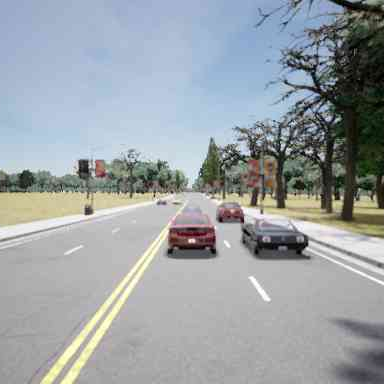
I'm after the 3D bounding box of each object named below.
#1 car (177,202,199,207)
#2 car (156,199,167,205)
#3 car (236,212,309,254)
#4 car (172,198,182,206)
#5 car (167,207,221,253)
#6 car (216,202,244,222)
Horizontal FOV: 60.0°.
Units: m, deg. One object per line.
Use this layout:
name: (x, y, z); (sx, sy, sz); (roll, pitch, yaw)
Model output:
car: (-0.004, 1.830, 28.986); (2.033, 1.411, 5.357); (0, 0, 0)
car: (-6.512, 2.170, 71.770); (1.994, 1.385, 4.181); (0, 0, 0)
car: (3.249, 1.743, 14.104); (1.895, 1.301, 4.718); (0, -1, 0)
car: (-3.262, 2.095, 71.771); (1.882, 1.535, 5.008); (0, 0, 0)
car: (0.004, 1.623, 14.463); (1.882, 1.535, 5.008); (0, 0, 0)
car: (3.248, 1.633, 29.063); (2.097, 1.767, 4.553); (0, -1, 0)
